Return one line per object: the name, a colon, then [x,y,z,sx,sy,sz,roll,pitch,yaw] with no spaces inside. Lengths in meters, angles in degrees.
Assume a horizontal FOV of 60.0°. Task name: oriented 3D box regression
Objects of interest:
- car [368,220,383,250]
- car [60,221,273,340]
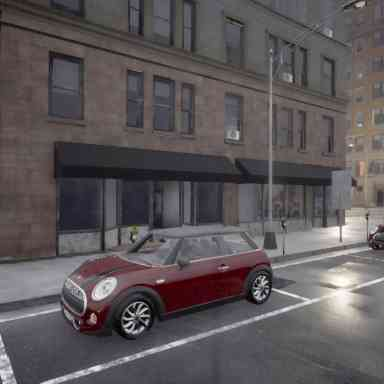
car: [8.598,1.445,12.845,4.097,1.590,1.967,0,0,-35]
car: [-0.362,1.441,6.488,4.097,1.590,1.967,0,0,-35]
